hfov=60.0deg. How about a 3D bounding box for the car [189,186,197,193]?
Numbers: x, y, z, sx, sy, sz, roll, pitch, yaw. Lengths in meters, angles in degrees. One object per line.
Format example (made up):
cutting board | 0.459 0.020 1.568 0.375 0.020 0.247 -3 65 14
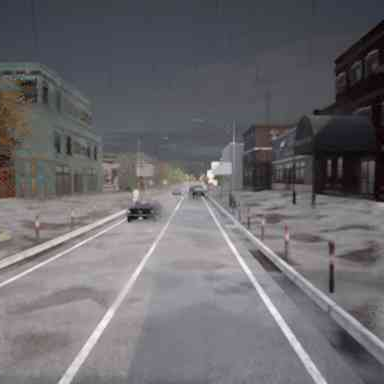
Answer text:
car | 0.252 -0.800 87.083 2.097 1.767 4.553 0 1 0

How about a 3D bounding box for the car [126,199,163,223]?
car | -3.040 1.180 21.932 1.895 1.301 4.718 0 2 0

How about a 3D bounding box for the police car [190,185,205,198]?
police car | 1.049 0.053 53.586 1.930 1.638 5.238 0 1 0

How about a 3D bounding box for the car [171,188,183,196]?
car | -2.854 -0.047 63.370 1.837 1.490 4.892 -1 2 1
